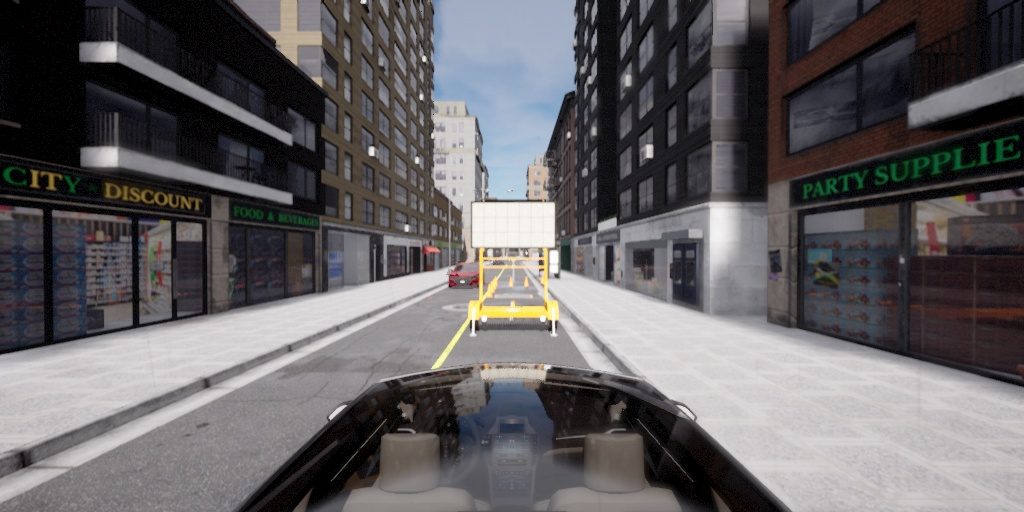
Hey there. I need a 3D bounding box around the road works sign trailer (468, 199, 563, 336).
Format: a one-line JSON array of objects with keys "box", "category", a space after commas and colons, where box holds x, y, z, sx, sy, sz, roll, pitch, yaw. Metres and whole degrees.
[{"box": [0.044, 0.188, 10.273, 2.380, 3.560, 2.880, 0, 0, 0], "category": "road works sign trailer"}]

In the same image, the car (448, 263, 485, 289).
[{"box": [-2.748, 1.162, 22.522, 1.882, 1.535, 5.008, 0, 0, 0], "category": "car"}]
